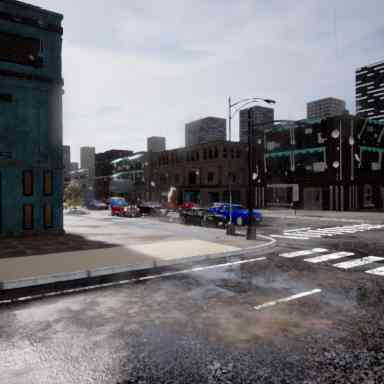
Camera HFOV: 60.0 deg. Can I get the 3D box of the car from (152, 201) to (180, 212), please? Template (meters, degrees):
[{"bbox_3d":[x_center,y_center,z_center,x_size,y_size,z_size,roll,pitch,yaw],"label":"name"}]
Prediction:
[{"bbox_3d":[-3.615,1.966,45.322,1.802,1.307,4.206,-2,0,-35],"label":"car"}]

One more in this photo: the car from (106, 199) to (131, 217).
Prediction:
[{"bbox_3d":[-7.243,1.846,35.953,1.967,1.590,4.097,-1,0,-35],"label":"car"}]

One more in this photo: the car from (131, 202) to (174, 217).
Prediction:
[{"bbox_3d":[-4.338,1.855,36.367,2.128,1.511,4.902,-1,0,-35],"label":"car"}]

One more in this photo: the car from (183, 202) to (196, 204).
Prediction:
[{"bbox_3d":[-0.410,1.904,40.811,1.802,1.307,4.206,-2,0,-35],"label":"car"}]

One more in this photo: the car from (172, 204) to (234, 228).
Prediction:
[{"bbox_3d":[0.700,1.814,24.573,1.947,1.339,4.313,-1,0,-35],"label":"car"}]

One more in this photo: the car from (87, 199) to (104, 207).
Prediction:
[{"bbox_3d":[-19.650,2.228,67.880,1.887,1.381,4.507,-1,0,-35],"label":"car"}]

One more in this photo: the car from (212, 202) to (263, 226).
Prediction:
[{"bbox_3d":[3.228,1.692,25.708,1.882,1.535,5.008,-1,0,-36],"label":"car"}]

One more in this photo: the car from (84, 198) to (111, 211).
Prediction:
[{"bbox_3d":[-14.360,2.105,50.567,2.033,1.411,5.357,-1,0,-35],"label":"car"}]

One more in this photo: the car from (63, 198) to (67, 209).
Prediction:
[{"bbox_3d":[-23.174,2.233,58.374,1.752,1.417,4.829,-1,0,-35],"label":"car"}]

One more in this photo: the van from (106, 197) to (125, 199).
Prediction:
[{"bbox_3d":[-13.241,1.907,58.857,1.690,1.788,3.998,-1,0,-35],"label":"van"}]

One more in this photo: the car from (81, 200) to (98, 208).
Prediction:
[{"bbox_3d":[-19.500,2.194,63.230,1.812,1.442,4.674,-1,0,-35],"label":"car"}]
